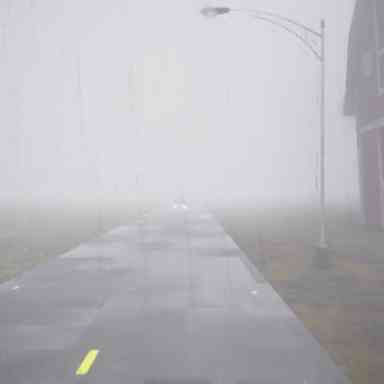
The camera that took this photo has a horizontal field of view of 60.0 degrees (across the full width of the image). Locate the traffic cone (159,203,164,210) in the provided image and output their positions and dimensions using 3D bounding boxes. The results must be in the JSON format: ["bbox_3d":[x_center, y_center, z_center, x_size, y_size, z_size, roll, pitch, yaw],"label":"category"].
[{"bbox_3d":[-3.842,1.858,39.619,0.340,0.580,0.340,0,0,0],"label":"traffic cone"}]

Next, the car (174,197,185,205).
[{"bbox_3d":[-2.108,1.410,55.489,1.895,1.301,4.718,0,0,-4],"label":"car"}]

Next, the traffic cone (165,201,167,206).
[{"bbox_3d":[-3.841,1.832,44.619,0.340,0.580,0.340,0,0,0],"label":"traffic cone"}]

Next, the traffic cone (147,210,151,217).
[{"bbox_3d":[-3.844,1.899,29.618,0.340,0.580,0.340,0,0,0],"label":"traffic cone"}]
